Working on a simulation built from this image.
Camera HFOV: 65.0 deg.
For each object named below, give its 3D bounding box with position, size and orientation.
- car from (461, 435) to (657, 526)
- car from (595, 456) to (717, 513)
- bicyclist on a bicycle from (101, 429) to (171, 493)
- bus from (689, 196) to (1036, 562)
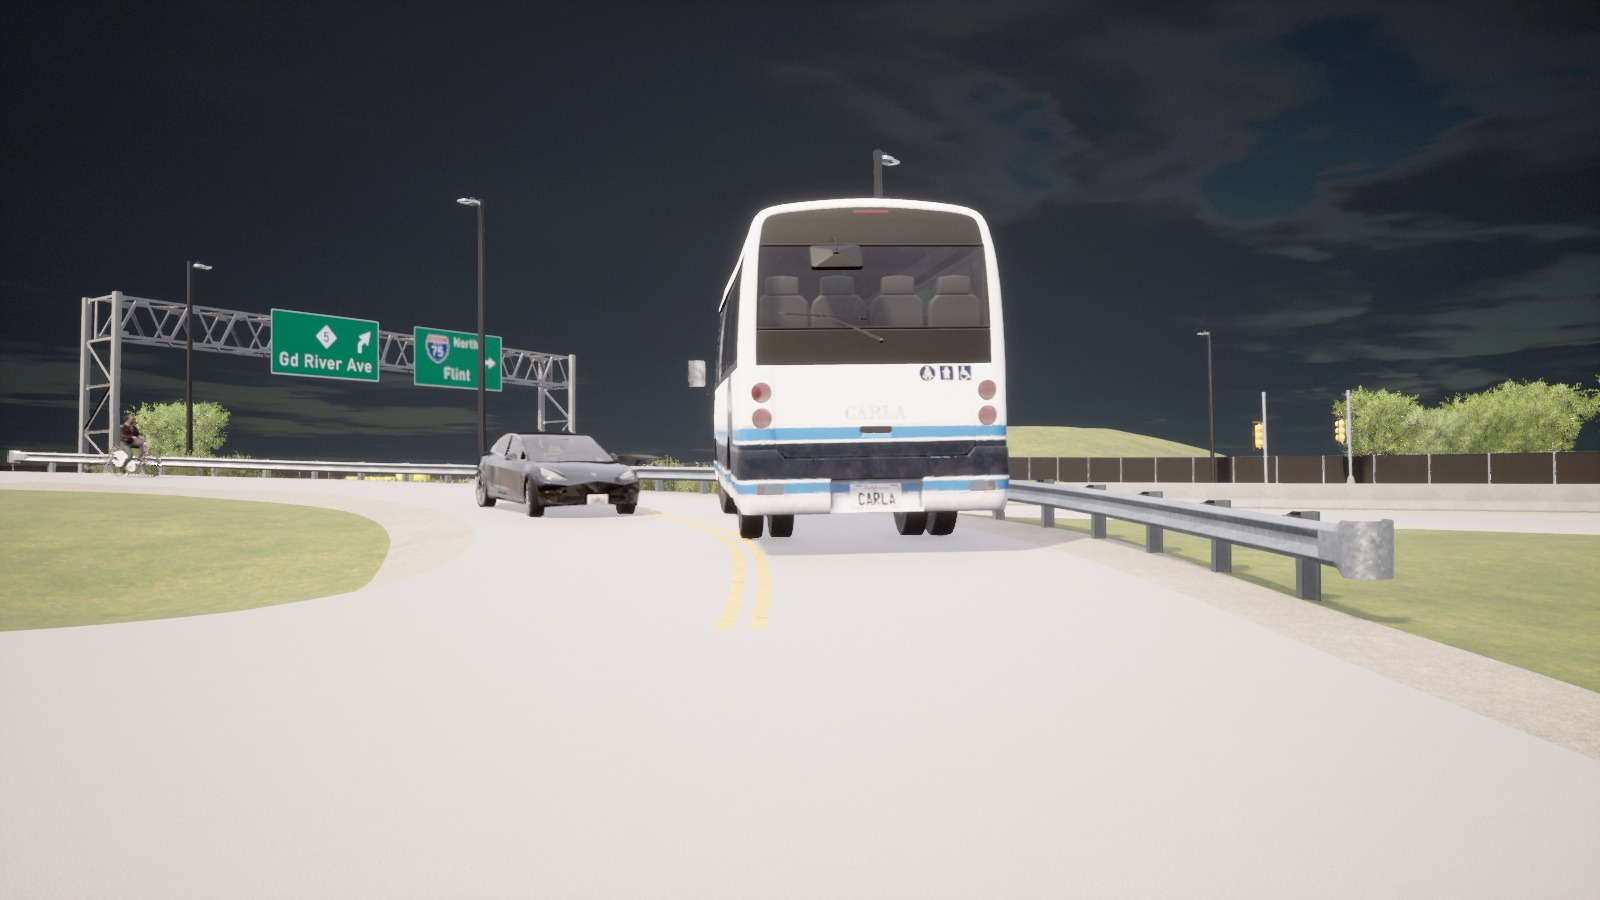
[{"bbox_3d":[-4.638,0.498,23.531,2.163,1.488,4.792,-1,1,-30],"label":"car"},{"bbox_3d":[-4.976,1.191,43.338,3.866,1.878,1.905,-2,-2,35],"label":"car"},{"bbox_3d":[-18.654,0.313,35.272,1.843,1.776,0.659,0,0,19],"label":"bicyclist on a bicycle"},{"bbox_3d":[0.329,-0.948,20.134,3.944,4.253,10.273,-2,1,-6],"label":"bus"}]
